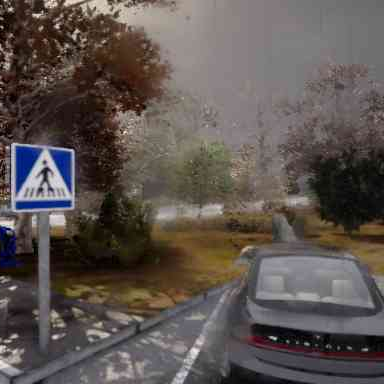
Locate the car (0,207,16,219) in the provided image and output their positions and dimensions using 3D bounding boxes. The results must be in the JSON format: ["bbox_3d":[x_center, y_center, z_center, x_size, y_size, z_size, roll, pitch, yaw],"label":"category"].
[{"bbox_3d":[-25.690,2.785,45.163,4.553,1.767,2.097,-4,-2,44],"label":"car"}]

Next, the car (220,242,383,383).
[{"bbox_3d":[1.629,1.496,4.954,2.231,1.521,4.892,0,-1,15],"label":"car"}]
